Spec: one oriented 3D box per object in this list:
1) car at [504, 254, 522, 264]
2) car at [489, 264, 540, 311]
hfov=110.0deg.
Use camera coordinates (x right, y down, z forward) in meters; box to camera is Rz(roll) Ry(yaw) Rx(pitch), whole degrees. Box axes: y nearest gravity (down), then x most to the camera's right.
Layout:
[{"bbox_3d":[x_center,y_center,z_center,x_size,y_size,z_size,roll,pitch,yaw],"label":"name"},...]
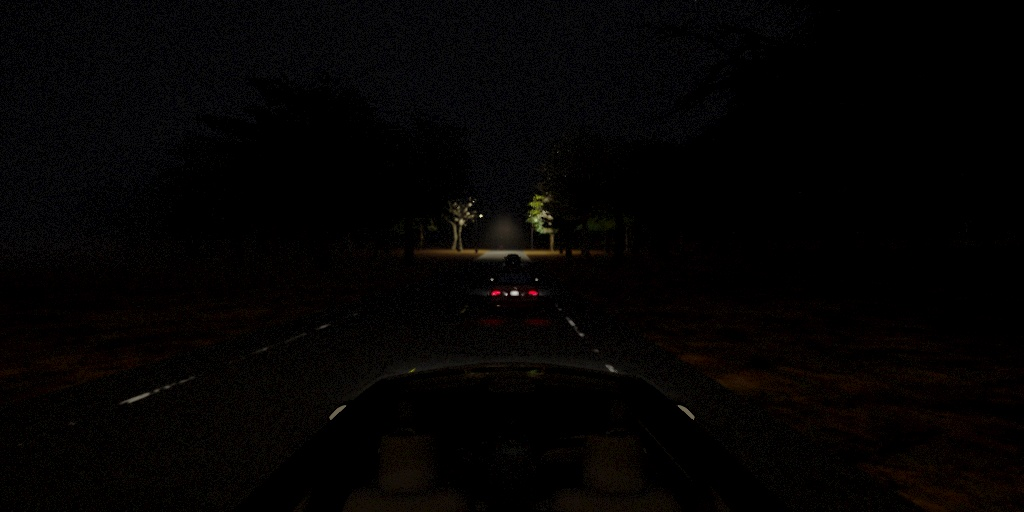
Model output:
[{"bbox_3d":[0.109,0.522,44.933,1.837,1.490,4.892,0,2,0],"label":"car"},{"bbox_3d":[0.091,1.237,14.228,2.033,1.411,5.357,0,1,0],"label":"car"}]
